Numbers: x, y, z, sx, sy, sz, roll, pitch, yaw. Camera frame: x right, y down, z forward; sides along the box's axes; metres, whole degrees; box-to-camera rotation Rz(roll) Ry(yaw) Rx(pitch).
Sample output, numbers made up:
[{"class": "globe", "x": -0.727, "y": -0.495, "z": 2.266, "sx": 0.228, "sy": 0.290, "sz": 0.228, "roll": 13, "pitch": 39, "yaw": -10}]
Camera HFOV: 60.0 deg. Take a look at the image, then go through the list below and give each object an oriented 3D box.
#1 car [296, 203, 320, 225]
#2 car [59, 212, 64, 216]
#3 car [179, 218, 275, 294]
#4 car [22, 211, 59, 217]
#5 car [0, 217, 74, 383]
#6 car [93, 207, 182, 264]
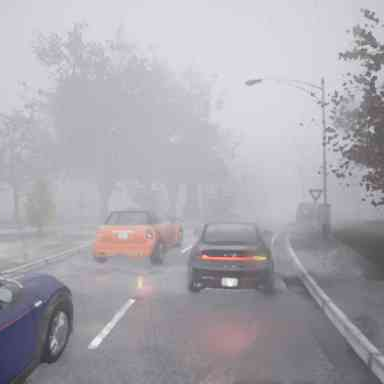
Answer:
[{"class": "car", "x": 11.639, "y": 2.078, "z": 32.463, "sx": 2.150, "sy": 2.045, "sz": 5.566, "roll": -1, "pitch": -3, "yaw": 29}, {"class": "car", "x": -25.140, "y": 3.798, "z": 57.797, "sx": 2.033, "sy": 1.411, "sz": 5.357, "roll": -3, "pitch": -4, "yaw": 41}, {"class": "car", "x": 1.038, "y": 1.445, "z": 8.714, "sx": 1.837, "sy": 1.490, "sz": 4.892, "roll": 0, "pitch": 0, "yaw": 8}, {"class": "car", "x": -24.462, "y": 3.477, "z": 53.002, "sx": 2.128, "sy": 1.511, "sz": 4.902, "roll": -2, "pitch": -4, "yaw": 35}, {"class": "car", "x": -2.844, "y": 1.343, "z": 3.005, "sx": 2.097, "sy": 1.767, "sz": 4.553, "roll": 0, "pitch": 0, "yaw": 3}, {"class": "car", "x": -1.690, "y": 1.311, "z": 11.902, "sx": 2.097, "sy": 1.767, "sz": 4.553, "roll": -1, "pitch": 0, "yaw": 9}]
